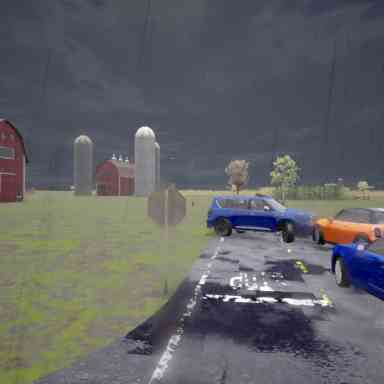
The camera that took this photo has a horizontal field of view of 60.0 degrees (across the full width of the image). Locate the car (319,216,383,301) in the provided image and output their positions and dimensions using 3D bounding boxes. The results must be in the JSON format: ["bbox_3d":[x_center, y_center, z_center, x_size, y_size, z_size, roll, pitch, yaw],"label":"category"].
[{"bbox_3d":[4.470,1.480,6.311,1.882,1.535,5.008,0,0,-3],"label":"car"}]

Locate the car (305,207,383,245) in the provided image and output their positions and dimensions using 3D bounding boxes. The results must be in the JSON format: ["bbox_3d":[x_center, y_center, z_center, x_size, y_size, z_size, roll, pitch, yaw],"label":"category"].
[{"bbox_3d":[6.477,1.364,12.766,2.097,1.767,4.553,0,0,-7],"label":"car"}]

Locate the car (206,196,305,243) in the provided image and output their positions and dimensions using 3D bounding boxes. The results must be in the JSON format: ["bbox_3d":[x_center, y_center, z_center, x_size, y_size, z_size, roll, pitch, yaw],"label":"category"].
[{"bbox_3d":[3.355,1.218,16.486,5.566,2.045,2.150,0,0,35],"label":"car"}]

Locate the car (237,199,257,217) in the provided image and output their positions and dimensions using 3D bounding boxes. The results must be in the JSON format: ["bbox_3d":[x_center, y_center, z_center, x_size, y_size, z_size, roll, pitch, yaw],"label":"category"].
[{"bbox_3d":[5.453,1.502,33.022,1.837,1.490,4.892,0,0,9],"label":"car"}]

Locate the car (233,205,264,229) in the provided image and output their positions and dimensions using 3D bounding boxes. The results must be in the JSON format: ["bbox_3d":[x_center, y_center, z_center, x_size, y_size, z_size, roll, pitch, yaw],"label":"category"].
[{"bbox_3d":[3.818,1.601,22.711,1.895,1.301,4.718,0,0,9],"label":"car"}]
